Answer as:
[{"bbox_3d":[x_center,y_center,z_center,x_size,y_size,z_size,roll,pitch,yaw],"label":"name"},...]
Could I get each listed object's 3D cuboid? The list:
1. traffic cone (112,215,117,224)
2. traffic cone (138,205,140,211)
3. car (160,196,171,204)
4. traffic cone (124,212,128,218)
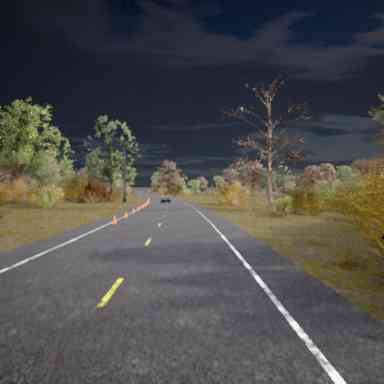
[{"bbox_3d":[-5.343,1.883,22.962,0.340,0.580,0.340,0,0,-2],"label":"traffic cone"},{"bbox_3d":[-6.078,1.829,37.870,0.340,0.580,0.340,0,0,-3],"label":"traffic cone"},{"bbox_3d":[-4.547,1.388,57.636,1.895,1.301,4.718,0,0,-5],"label":"car"},{"bbox_3d":[-5.549,1.866,27.934,0.340,0.580,0.340,0,0,-3],"label":"traffic cone"}]
